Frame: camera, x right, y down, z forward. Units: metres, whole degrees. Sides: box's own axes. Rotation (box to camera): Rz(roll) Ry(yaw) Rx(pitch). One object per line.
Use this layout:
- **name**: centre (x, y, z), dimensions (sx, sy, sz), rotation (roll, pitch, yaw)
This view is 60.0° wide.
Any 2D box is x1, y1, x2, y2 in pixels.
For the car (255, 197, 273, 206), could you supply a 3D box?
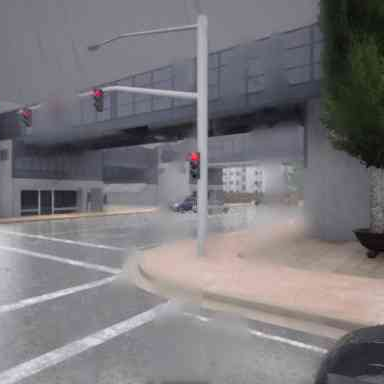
- **car**: centre (11.665, 1.561, 53.335), dimensions (1.994, 1.385, 4.181), rotation (0, 0, 36)

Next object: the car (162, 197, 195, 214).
- **car**: centre (-1.126, 1.347, 35.800), dimensions (2.097, 1.767, 4.553), rotation (0, 0, 36)

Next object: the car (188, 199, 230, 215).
- **car**: centre (1.962, 1.597, 34.101), dimensions (1.895, 1.301, 4.718), rotation (0, 0, 36)

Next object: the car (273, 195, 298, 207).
- **car**: centre (14.793, 1.347, 51.680), dimensions (2.097, 1.767, 4.553), rotation (0, 0, 36)

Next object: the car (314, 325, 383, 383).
- **car**: centre (3.183, 1.505, 1.709), dimensions (4.892, 1.490, 1.837), rotation (0, 0, 36)
